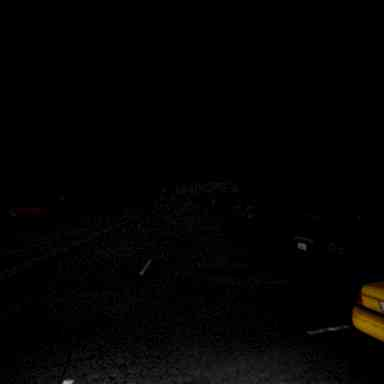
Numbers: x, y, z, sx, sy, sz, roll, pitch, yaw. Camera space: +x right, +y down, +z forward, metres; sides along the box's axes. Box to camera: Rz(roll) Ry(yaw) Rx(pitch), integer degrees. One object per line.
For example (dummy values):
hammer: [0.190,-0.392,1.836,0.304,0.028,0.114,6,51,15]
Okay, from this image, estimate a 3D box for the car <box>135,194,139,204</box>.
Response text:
car: [-13.159,1.615,62.715,5.008,1.535,2.097,-1,0,-20]

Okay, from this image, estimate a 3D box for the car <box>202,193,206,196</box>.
car: [5.007,1.483,65.094,4.553,1.767,2.185,1,0,-21]

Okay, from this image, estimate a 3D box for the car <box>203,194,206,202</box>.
car: [5.094,1.604,59.056,5.008,1.535,2.097,1,0,-20]

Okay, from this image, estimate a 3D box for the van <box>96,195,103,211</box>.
van: [-13.058,1.356,38.981,4.442,1.987,1.878,-1,0,-20]

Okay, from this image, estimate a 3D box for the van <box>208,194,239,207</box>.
van: [4.985,1.371,52.986,4.442,1.987,1.878,1,0,-20]

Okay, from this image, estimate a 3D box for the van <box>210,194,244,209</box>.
van: [4.965,1.364,46.961,4.442,1.987,1.878,1,0,-20]

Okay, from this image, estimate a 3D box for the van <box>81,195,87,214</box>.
van: [-13.081,1.349,33.025,4.442,1.987,1.878,-1,0,-20]

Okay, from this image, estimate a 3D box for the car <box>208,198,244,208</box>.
car: [5.109,1.625,50.029,4.792,1.488,2.163,1,0,-20]

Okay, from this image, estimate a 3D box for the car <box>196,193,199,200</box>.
car: [4.585,1.368,80.180,5.566,2.045,2.435,1,0,-23]

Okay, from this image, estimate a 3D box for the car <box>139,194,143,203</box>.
car: [-13.305,1.653,68.625,4.792,1.488,2.163,-1,0,-21]

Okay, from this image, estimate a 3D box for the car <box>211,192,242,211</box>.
car: [4.956,1.320,28.956,5.566,2.045,2.435,1,0,-20]

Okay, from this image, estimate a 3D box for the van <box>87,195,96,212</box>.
van: [-13.070,1.352,36.002,4.442,1.987,1.878,-1,0,-20]

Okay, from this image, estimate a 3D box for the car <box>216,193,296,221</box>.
car: [4.921,1.313,22.942,5.566,2.045,2.435,1,0,-20]

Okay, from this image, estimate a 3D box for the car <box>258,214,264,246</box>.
car: [4.841,1.589,10.902,4.674,1.452,2.002,1,0,-19]

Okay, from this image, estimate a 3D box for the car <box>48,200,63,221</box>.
car: [-13.218,1.608,27.032,4.674,1.452,2.002,-1,0,-20]

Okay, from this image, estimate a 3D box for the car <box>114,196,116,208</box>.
car: [-13.164,1.621,44.876,4.792,1.488,2.163,-1,0,-20]

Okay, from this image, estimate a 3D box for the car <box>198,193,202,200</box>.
car: [4.733,1.618,77.176,5.008,1.535,2.097,1,0,-22]

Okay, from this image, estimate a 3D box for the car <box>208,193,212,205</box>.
car: [5.036,1.327,34.997,5.566,2.045,2.435,1,0,-20]

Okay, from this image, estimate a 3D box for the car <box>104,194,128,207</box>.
car: [-13.144,1.348,50.828,5.566,2.045,2.435,-1,0,-20]

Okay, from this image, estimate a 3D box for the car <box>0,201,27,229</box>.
car: [-13.279,1.435,21.070,4.553,1.767,2.185,-1,0,-20]

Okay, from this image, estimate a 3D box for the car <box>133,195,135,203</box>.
car: [-13.109,1.485,59.760,4.553,1.767,2.185,-1,0,-20]

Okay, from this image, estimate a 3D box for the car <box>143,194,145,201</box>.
car: [-13.326,1.656,71.619,4.792,1.488,2.163,-1,0,-21]

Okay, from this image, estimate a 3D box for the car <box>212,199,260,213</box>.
car: [5.027,1.582,37.986,5.008,1.535,2.097,1,0,-20]

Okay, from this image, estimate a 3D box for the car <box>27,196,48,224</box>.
car: [-13.201,1.438,24.060,4.553,1.767,2.185,-1,0,-20]

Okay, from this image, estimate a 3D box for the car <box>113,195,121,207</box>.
car: [-13.099,1.624,47.879,4.792,1.488,2.163,-1,0,-20]

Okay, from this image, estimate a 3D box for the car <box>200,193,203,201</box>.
car: [4.909,1.613,71.140,5.008,1.535,2.097,1,0,-22]

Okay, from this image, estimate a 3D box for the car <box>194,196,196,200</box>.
car: [3.935,1.669,92.264,4.674,1.452,2.002,1,0,-24]

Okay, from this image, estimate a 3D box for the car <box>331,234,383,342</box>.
car: [4.961,1.518,4.925,5.366,1.575,1.946,1,-1,-20]

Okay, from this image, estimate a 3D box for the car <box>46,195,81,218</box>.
car: [-13.231,1.321,29.995,5.566,2.045,2.435,-1,0,-20]

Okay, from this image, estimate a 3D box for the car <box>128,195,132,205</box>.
car: [-12.941,1.597,53.881,5.366,1.575,1.946,-1,0,-20]

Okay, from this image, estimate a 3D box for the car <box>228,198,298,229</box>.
car: [4.890,1.436,19.945,4.553,1.767,2.185,1,0,-20]

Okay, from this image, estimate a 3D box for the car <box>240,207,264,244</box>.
car: [4.873,1.555,13.927,5.008,1.535,2.097,1,0,-19]

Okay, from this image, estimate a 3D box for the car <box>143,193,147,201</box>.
car: [-13.444,1.631,74.562,5.008,1.535,2.097,-1,0,-22]

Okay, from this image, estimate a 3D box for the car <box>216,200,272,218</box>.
car: [4.965,1.604,31.963,4.792,1.488,2.163,1,0,-20]

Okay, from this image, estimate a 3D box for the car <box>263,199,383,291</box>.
car: [4.840,1.286,7.901,5.566,2.045,2.435,1,0,-19]

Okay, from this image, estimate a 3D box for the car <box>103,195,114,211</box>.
car: [-12.975,1.582,41.979,5.366,1.575,1.946,-1,0,-20]

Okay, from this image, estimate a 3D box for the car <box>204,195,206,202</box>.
car: [5.264,1.601,56.112,5.366,1.575,1.946,1,0,-20]

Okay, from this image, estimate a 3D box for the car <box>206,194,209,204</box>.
car: [5.067,1.334,41.005,5.566,2.045,2.435,1,0,-20]
